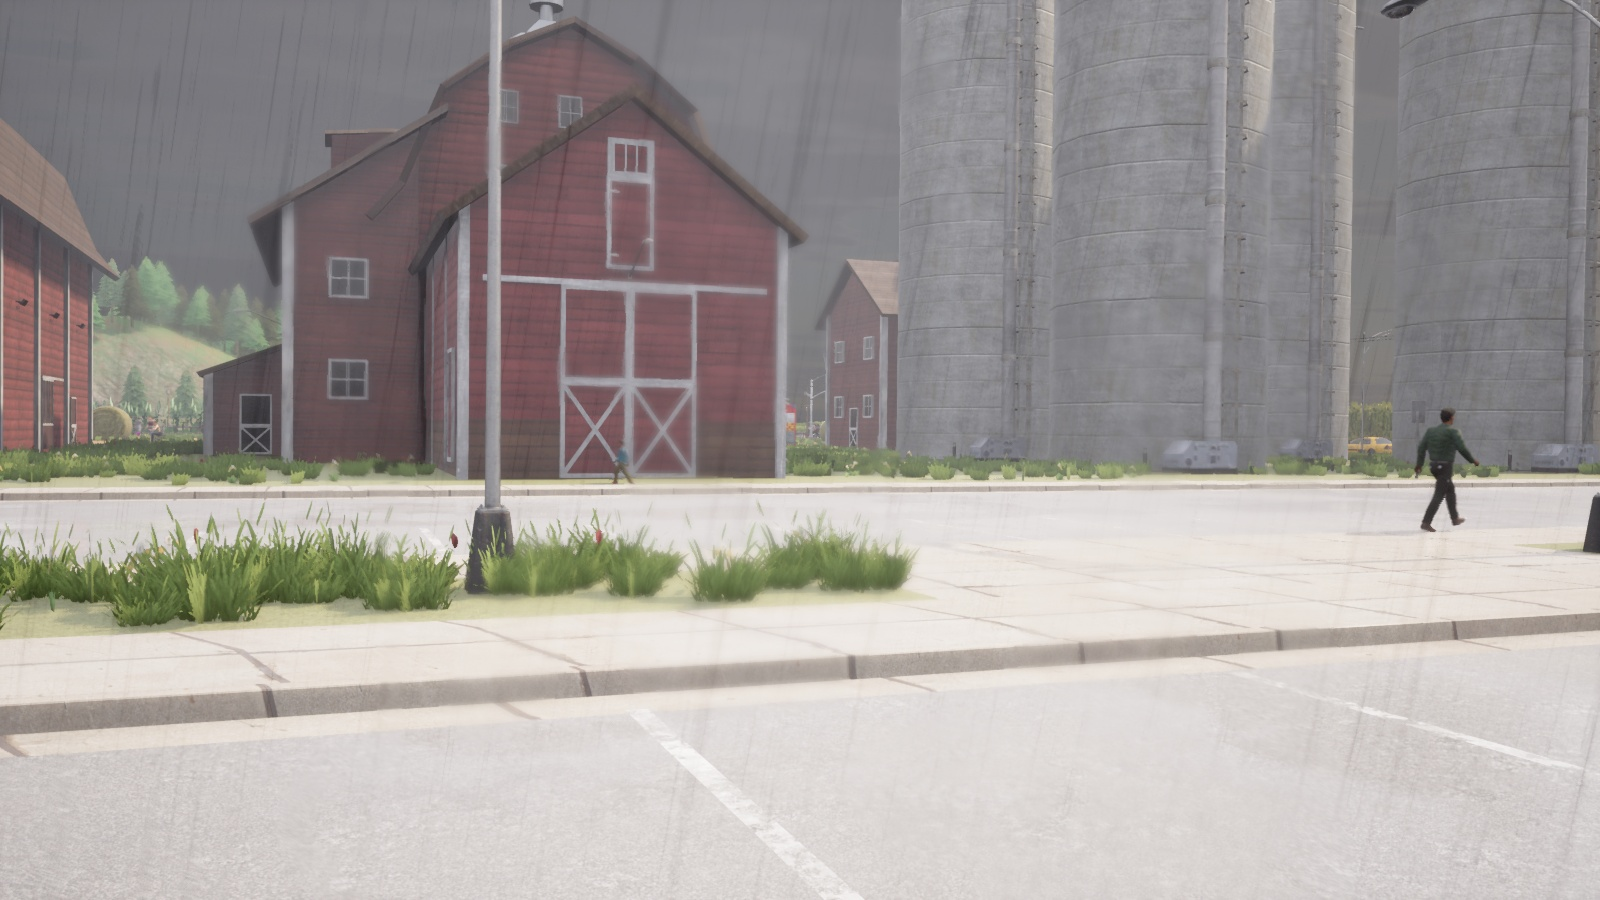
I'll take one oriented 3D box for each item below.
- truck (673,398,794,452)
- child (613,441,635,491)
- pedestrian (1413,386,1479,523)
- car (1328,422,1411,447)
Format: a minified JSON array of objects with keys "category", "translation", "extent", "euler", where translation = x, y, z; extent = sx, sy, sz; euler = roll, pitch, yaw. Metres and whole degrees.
[{"category":"truck","translation":[-4.905,-1.850,92.814],"extent":[8.468,3.827,2.891],"euler":[-1,1,-21]},{"category":"child","translation":[-4.285,0.383,30.560],"extent":[0.448,1.192,0.343],"euler":[-1,1,-21]},{"category":"pedestrian","translation":[9.395,0.055,18.268],"extent":[0.788,1.949,0.423],"euler":[-1,1,-21]},{"category":"car","translation":[37.977,-1.038,83.901],"extent":[1.801,1.575,5.366],"euler":[-1,1,-20]}]
